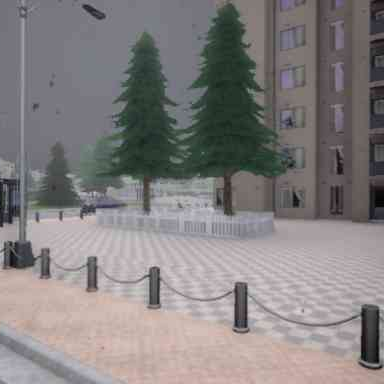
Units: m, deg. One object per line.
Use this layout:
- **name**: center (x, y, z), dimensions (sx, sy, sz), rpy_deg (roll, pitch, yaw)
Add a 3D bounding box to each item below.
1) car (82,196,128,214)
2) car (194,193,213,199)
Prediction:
- **car**: center (-8.452, 1.232, 32.748), dimensions (2.097, 1.767, 4.553), rpy_deg (0, 0, 35)
- **car**: center (3.320, 1.171, 92.783), dimensions (3.806, 1.475, 1.970), rpy_deg (0, 0, 35)
